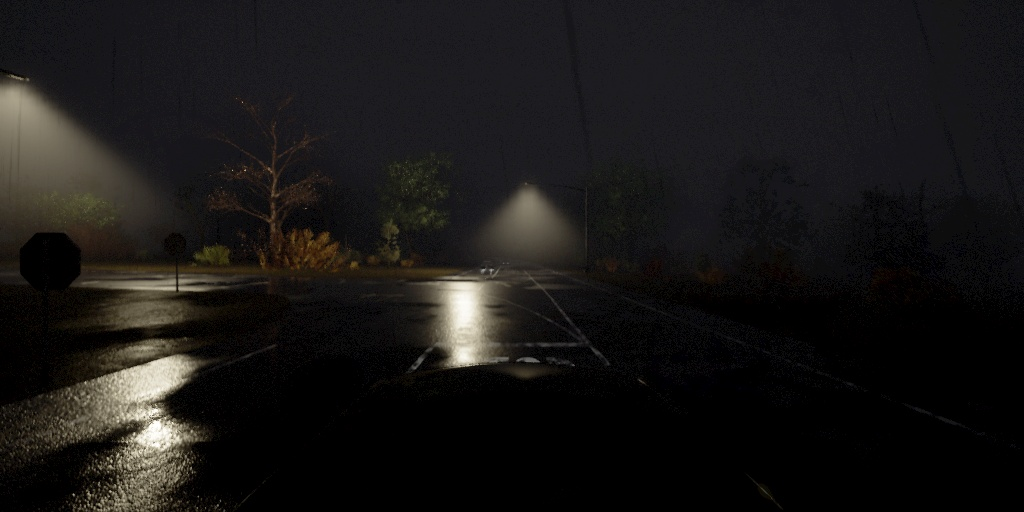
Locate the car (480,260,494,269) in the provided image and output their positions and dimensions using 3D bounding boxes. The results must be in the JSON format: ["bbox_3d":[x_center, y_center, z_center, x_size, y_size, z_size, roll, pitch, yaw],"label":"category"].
[{"bbox_3d":[-3.680,1.243,53.722,2.033,1.411,5.357,0,0,-1],"label":"car"}]
